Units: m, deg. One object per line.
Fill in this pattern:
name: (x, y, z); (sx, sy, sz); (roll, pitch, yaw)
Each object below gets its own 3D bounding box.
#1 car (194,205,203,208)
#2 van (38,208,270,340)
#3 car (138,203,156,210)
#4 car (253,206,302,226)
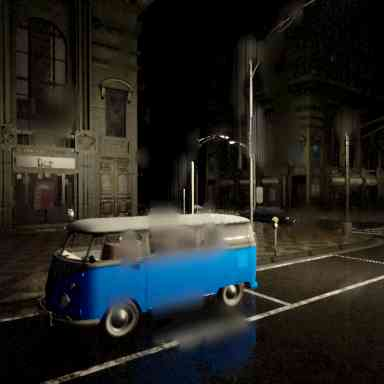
car: (0.190, 2.034, 34.482); (1.994, 1.385, 4.181); (0, -1, -36)
van: (-0.586, 1.341, 6.255); (3.998, 1.788, 1.690); (0, 0, -36)
car: (-6.444, 2.174, 43.710); (1.837, 1.490, 4.892); (0, -1, -36)
car: (5.985, 1.845, 26.435); (2.033, 1.411, 5.357); (0, -1, -36)
